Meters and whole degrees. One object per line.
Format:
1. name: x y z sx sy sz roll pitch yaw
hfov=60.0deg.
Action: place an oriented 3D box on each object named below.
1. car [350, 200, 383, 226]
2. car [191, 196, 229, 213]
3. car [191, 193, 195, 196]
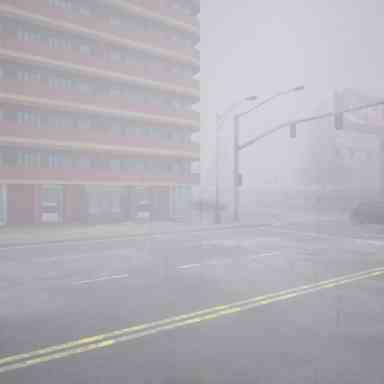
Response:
1. car: 12.650 1.352 21.227 2.097 1.767 4.553 0 0 -34
2. car: 2.029 1.477 37.011 1.882 1.535 5.008 0 0 -34
3. car: -1.456 1.221 61.344 2.150 2.045 5.566 0 0 -34
